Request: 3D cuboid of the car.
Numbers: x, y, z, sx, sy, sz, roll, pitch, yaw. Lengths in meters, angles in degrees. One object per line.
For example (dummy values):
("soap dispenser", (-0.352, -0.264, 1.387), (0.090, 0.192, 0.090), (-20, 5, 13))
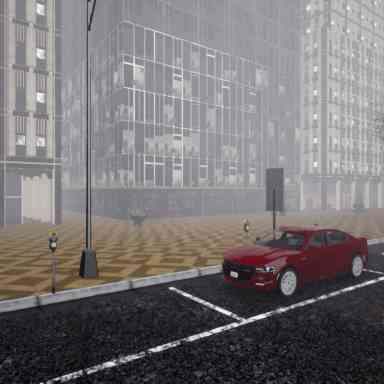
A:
("car", (2.743, 1.545, 8.529), (4.507, 1.381, 1.887), (0, 0, -36))
